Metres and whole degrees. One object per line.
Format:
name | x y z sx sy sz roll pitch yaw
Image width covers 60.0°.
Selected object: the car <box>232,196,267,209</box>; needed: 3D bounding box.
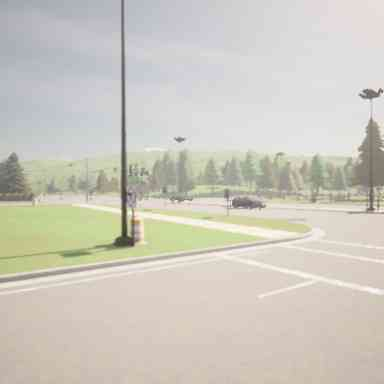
car | 7.017 1.287 40.904 2.128 1.511 4.902 0 0 -35
